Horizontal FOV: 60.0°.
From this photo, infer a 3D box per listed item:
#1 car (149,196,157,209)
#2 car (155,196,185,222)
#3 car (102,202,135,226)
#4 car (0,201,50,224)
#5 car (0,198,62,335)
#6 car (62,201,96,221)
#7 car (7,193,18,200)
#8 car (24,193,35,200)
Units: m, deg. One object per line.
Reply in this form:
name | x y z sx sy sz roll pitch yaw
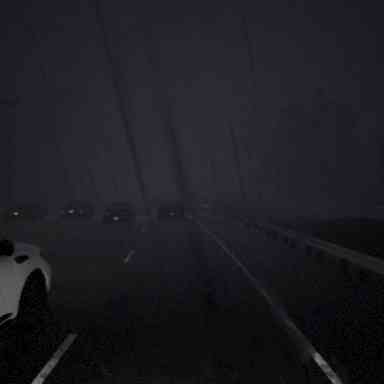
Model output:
car | -4.266 1.241 41.067 1.882 1.535 5.008 0 1 -11
car | -1.636 1.332 24.986 1.882 1.535 5.008 0 0 -7
car | -4.823 1.400 22.266 1.812 1.442 4.674 0 0 -6
car | -12.143 1.433 24.475 1.994 1.385 4.181 0 0 -7
car | -3.538 1.204 3.588 2.150 2.045 5.566 0 0 -2
car | -8.750 1.405 25.784 2.033 1.411 5.357 0 0 -8
car | -41.168 1.074 76.297 1.882 1.535 5.008 0 0 -23
car | -38.049 1.110 77.892 2.128 1.511 4.902 0 0 -23
